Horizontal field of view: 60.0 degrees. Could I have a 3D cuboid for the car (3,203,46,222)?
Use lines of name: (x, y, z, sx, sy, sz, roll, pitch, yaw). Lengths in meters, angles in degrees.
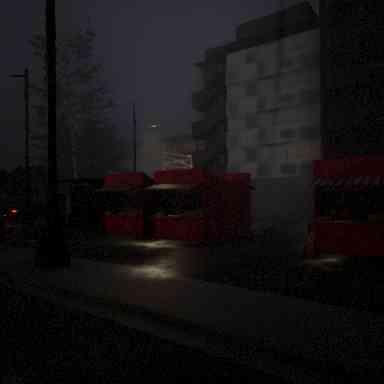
car: (-12.493, 1.575, 26.627, 1.812, 1.442, 4.674, -1, -1, 36)
